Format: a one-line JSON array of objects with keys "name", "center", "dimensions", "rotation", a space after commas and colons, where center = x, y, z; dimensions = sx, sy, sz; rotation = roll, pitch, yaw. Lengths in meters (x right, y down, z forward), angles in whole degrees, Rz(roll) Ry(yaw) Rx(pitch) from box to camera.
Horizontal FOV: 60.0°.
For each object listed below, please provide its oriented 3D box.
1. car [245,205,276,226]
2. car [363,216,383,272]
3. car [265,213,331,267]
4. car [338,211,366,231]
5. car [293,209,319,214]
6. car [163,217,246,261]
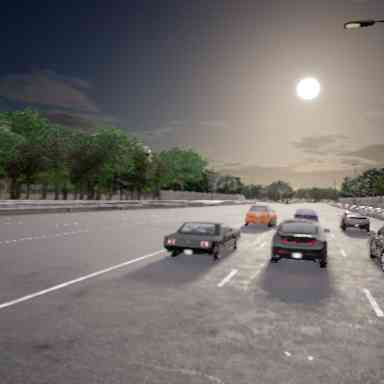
[{"name": "car", "center": [5.866, 1.902, 28.001], "dimensions": [2.097, 1.767, 4.553], "rotation": [1, -1, 20]}, {"name": "car", "center": [7.449, 1.874, 11.606], "dimensions": [1.837, 1.490, 4.892], "rotation": [1, 0, 20]}, {"name": "car", "center": [4.157, 1.797, 12.791], "dimensions": [1.837, 1.490, 4.892], "rotation": [1, 0, 20]}, {"name": "car", "center": [12.476, 2.199, 25.716], "dimensions": [2.128, 1.511, 4.902], "rotation": [1, -1, 20]}, {"name": "car", "center": [9.606, 2.136, 28.050], "dimensions": [1.882, 1.535, 5.008], "rotation": [1, -1, 20]}, {"name": "car", "center": [0.639, 1.800, 13.370], "dimensions": [1.895, 1.301, 4.718], "rotation": [1, -1, 20]}]
